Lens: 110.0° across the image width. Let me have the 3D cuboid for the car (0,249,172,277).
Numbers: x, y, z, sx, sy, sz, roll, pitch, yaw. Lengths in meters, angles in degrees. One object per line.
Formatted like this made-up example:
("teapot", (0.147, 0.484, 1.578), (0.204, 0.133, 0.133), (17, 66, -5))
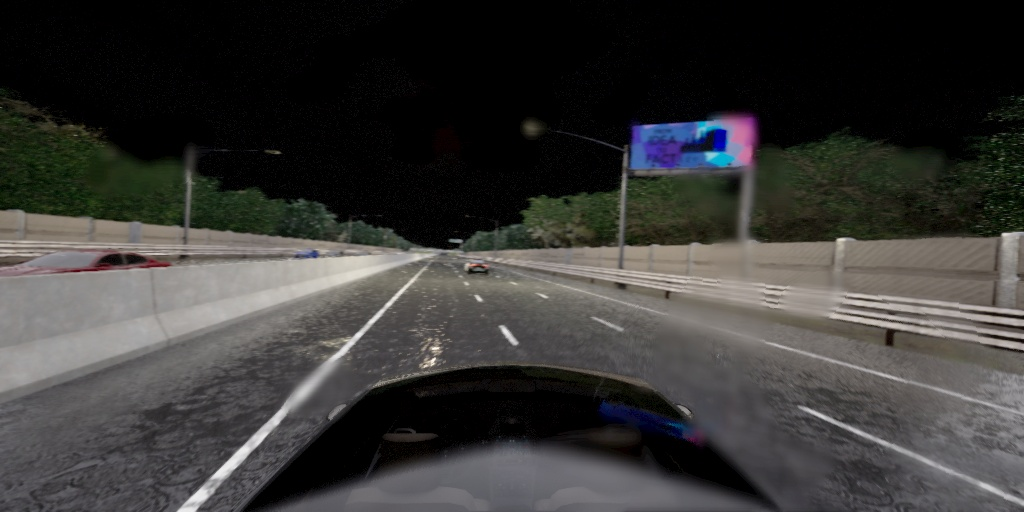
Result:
("car", (-13.013, 0.531, 10.982), (1.882, 1.535, 5.008), (3, 0, -11))

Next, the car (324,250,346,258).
("car", (-24.131, -0.046, 49.113), (1.837, 1.490, 4.892), (3, 0, -11))

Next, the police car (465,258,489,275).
("police car", (-3.504, 1.026, 35.228), (2.038, 1.542, 4.974), (3, 0, -11))

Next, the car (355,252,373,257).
("car", (-20.939, 0.115, 50.940), (1.837, 1.490, 4.892), (3, 0, -11))

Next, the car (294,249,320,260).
("car", (-27.549, -0.250, 48.382), (1.882, 1.535, 5.008), (3, 0, -11))
